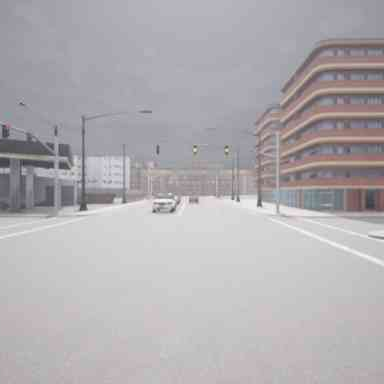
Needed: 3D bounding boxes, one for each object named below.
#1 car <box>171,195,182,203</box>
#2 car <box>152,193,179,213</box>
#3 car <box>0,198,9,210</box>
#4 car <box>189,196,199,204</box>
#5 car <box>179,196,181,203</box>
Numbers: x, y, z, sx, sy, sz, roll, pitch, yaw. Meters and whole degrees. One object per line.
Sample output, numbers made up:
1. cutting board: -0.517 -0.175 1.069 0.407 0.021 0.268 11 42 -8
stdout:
1. car: -3.183 1.433 68.049 2.128 1.511 4.902 0 0 0
2. car: -3.038 1.189 37.110 2.150 2.045 5.566 0 0 2
3. car: -23.944 1.421 39.458 3.806 1.475 1.970 0 0 1
4. car: 0.344 1.436 63.767 2.128 1.511 4.902 0 0 0
5. car: -3.102 1.506 47.406 2.033 1.411 5.357 0 0 0
